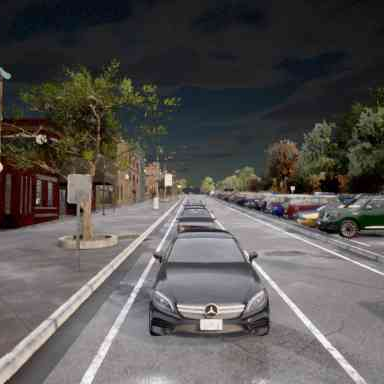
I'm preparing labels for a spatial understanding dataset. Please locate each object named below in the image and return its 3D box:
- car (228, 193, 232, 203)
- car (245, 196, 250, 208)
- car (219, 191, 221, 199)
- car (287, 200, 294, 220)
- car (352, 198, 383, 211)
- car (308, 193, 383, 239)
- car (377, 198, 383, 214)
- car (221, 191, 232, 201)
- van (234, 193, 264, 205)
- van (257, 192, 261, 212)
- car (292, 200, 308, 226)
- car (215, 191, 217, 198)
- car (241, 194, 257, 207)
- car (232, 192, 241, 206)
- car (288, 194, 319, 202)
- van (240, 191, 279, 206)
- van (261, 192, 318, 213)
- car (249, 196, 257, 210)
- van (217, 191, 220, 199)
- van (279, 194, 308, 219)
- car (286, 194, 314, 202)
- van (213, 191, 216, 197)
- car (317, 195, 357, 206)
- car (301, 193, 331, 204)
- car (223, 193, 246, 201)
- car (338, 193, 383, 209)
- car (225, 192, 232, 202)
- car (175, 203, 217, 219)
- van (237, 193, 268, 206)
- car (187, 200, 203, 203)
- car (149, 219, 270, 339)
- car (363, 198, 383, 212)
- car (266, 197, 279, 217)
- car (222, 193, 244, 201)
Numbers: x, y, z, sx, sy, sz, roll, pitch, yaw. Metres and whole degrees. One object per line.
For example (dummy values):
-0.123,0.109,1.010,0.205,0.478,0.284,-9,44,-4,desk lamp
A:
9.014,1.290,56.260,4.892,1.521,2.231,0,1,0,car
9.132,1.465,39.439,4.674,1.452,2.002,0,0,0,car
8.917,0.938,67.470,5.566,2.045,2.435,0,1,0,car
9.251,1.506,22.613,4.674,1.452,2.002,0,0,0,car
22.238,1.451,40.176,4.792,1.488,2.163,0,0,0,car
9.258,1.220,17.006,5.566,2.045,2.435,0,0,0,car
22.432,1.444,34.622,5.366,1.575,1.946,0,0,0,car
8.936,0.963,64.667,5.566,2.045,2.435,0,1,0,car
9.156,1.088,53.456,4.442,1.987,1.878,0,1,0,van
9.289,1.222,33.828,4.442,1.987,1.878,0,0,0,van
9.082,1.466,19.808,5.366,1.575,1.946,0,0,0,car
8.845,1.064,81.488,5.008,1.535,2.097,0,1,0,car
9.122,1.408,42.242,4.892,1.521,2.231,0,0,0,car
9.050,1.113,47.848,5.566,2.045,2.435,0,1,0,car
21.856,1.208,65.155,5.366,1.575,1.946,0,0,0,car
9.213,1.163,45.048,4.442,1.987,1.878,0,0,0,van
9.075,1.230,31.025,4.442,1.987,1.878,0,0,0,van
9.183,1.469,36.631,4.792,1.488,2.163,0,0,0,car
8.753,0.863,78.682,4.442,1.987,1.878,0,1,0,van
9.346,1.237,25.416,4.442,1.987,1.878,0,0,0,van
22.028,1.188,67.933,4.892,1.521,2.231,0,1,0,car
8.677,0.764,89.895,4.442,1.987,1.878,0,1,0,van
22.321,1.332,51.279,5.366,1.575,1.946,0,1,0,car
22.109,1.135,59.605,4.553,1.767,2.185,0,1,0,car
8.895,1.039,70.274,4.553,1.767,2.185,0,1,0,car
22.162,1.153,42.948,5.566,2.045,2.435,0,0,0,car
8.980,1.279,61.867,4.674,1.452,2.002,0,1,0,car
0.199,1.532,17.382,2.033,1.411,5.357,0,0,0,car
9.175,1.113,50.653,4.442,1.987,1.878,0,1,0,van
0.230,1.442,29.830,2.128,1.511,4.902,0,0,0,car
0.255,1.524,6.803,1.812,1.442,4.674,0,0,0,car
22.199,1.468,37.392,4.792,1.488,2.163,0,0,0,car
9.205,1.460,28.219,5.008,1.535,2.097,0,0,0,car
8.876,1.014,73.078,4.553,1.767,2.185,0,1,0,car
